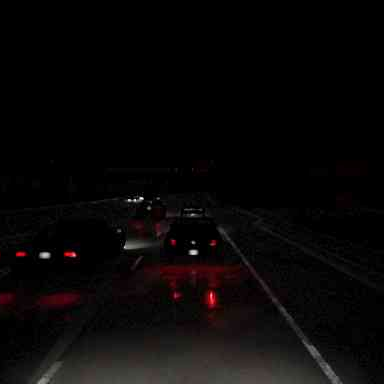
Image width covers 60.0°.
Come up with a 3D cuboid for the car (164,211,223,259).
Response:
[{"bbox_3d":[0.068,1.607,12.667,1.895,1.301,4.718,0,0,0],"label":"car"}]

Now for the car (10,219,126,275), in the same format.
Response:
[{"bbox_3d":[-3.452,1.546,10.369,2.033,1.411,5.357,0,0,1],"label":"car"}]

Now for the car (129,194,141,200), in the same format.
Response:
[{"bbox_3d":[-13.972,1.172,79.802,1.837,1.490,4.892,0,1,0],"label":"car"}]

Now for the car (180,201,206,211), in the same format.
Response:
[{"bbox_3d":[0.065,1.504,27.045,2.128,1.511,4.902,0,0,0],"label":"car"}]

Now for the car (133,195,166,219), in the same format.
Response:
[{"bbox_3d":[-3.422,1.357,28.801,2.097,1.767,4.553,0,0,0],"label":"car"}]

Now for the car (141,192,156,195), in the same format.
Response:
[{"bbox_3d":[-10.472,1.273,79.822,1.895,1.301,4.718,0,1,0],"label":"car"}]
